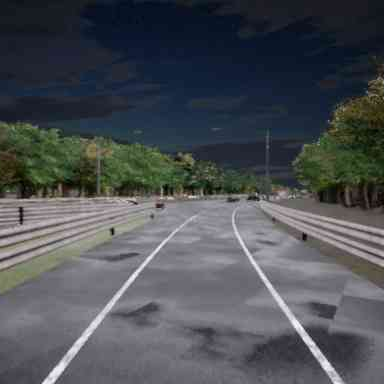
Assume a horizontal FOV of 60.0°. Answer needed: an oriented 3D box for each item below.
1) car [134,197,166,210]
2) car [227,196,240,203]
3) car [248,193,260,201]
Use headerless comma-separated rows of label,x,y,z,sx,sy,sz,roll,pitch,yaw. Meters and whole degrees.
car,-4.977,1.337,39.944,2.097,1.767,4.553,0,0,25
car,8.907,1.554,70.778,1.837,1.490,4.892,0,0,23
car,16.479,1.316,88.514,2.150,2.045,5.566,0,0,23
